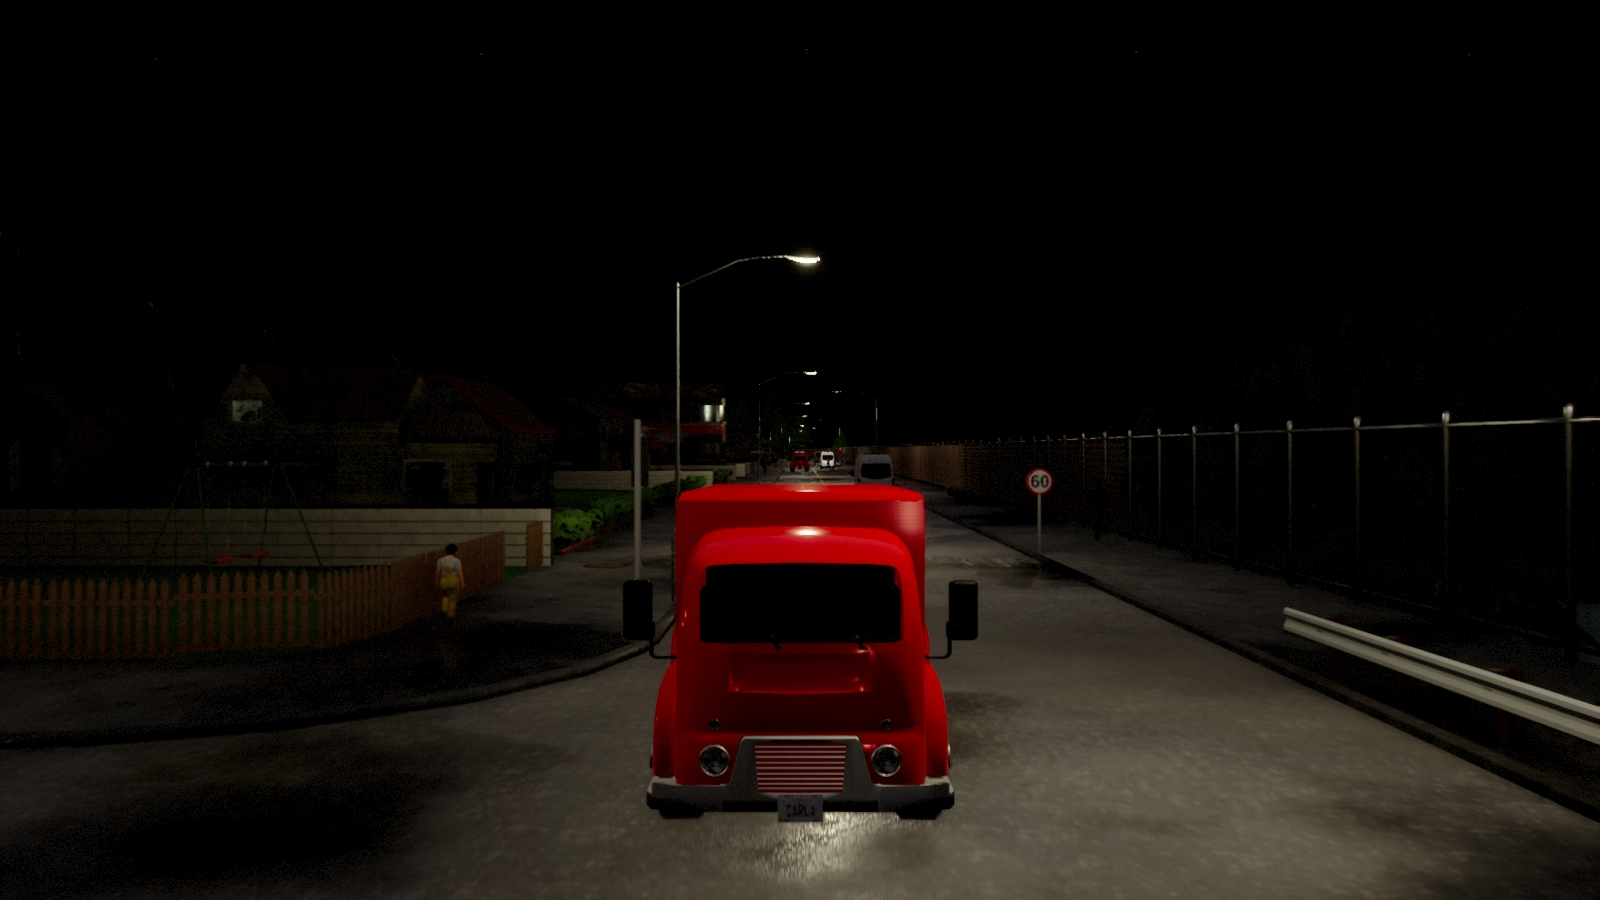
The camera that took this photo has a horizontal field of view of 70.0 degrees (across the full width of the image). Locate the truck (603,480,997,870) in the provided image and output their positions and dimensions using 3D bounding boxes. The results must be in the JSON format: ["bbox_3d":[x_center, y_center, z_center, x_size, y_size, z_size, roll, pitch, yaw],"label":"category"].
[{"bbox_3d":[0.001,1.569,10.219,2.627,2.467,5.204,0,0,0],"label":"truck"}]

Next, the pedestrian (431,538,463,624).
[{"bbox_3d":[-5.484,2.024,17.748,0.375,1.300,0.375,0,0,1],"label":"pedestrian"}]

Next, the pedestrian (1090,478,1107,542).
[{"bbox_3d":[8.750,1.743,33.489,0.375,1.860,0.375,0,0,-4],"label":"pedestrian"}]
